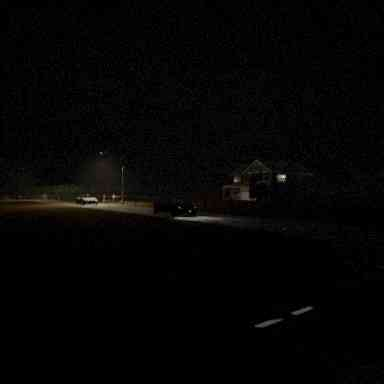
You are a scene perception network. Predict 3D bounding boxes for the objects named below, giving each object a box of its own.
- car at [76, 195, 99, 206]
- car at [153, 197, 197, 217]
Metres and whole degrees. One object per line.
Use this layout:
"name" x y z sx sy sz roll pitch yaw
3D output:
"car" -13.898 1.072 43.962 1.812 1.442 4.674 1 -1 -35
"car" -1.481 1.134 26.614 1.812 1.442 4.674 1 0 -35
